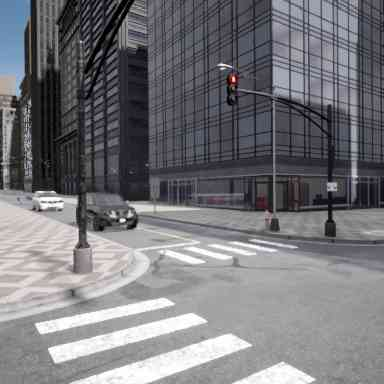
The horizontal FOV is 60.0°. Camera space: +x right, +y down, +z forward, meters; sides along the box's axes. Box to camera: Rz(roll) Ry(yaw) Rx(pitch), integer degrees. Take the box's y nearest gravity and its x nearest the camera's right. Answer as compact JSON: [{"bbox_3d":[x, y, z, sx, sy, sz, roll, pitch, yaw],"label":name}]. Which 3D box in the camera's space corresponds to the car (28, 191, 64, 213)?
[{"bbox_3d":[-14.614,0.925,33.544,2.150,2.045,5.566,-1,1,-34],"label":"car"}]

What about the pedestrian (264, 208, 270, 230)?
[{"bbox_3d":[3.906,1.374,17.249,0.500,1.100,0.500,0,0,-34],"label":"pedestrian"}]

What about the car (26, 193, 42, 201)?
[{"bbox_3d":[-28.413,0.923,59.679,1.895,1.301,4.718,-1,1,-34],"label":"car"}]

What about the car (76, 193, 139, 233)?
[{"bbox_3d":[-5.118,1.083,19.469,2.150,2.045,5.566,-1,1,-34],"label":"car"}]

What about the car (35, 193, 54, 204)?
[{"bbox_3d":[-22.851,0.953,51.446,1.837,1.490,4.892,-1,1,-34],"label":"car"}]

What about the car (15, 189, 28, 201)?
[{"bbox_3d":[-23.396,0.721,46.707,2.033,1.411,5.357,-1,1,-34],"label":"car"}]
